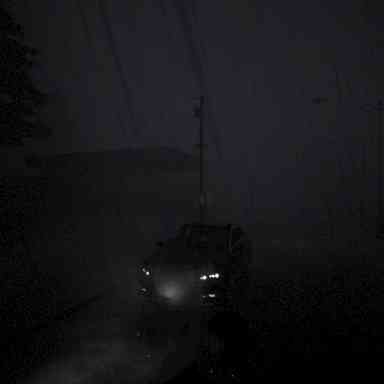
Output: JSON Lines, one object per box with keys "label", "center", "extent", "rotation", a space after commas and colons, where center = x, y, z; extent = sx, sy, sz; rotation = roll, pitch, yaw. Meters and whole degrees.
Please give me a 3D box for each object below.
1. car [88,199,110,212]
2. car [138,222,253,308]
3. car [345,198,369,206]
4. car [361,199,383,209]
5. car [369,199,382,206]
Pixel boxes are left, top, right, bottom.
{"label": "car", "center": [-10.660, 1.577, 39.240], "extent": [1.845, 1.501, 3.633], "rotation": [0, 0, 17]}
{"label": "car", "center": [0.366, 1.536, 8.231], "extent": [2.128, 1.511, 4.902], "rotation": [0, 0, 18]}
{"label": "car", "center": [29.983, 1.868, 61.015], "extent": [3.633, 1.501, 1.845], "rotation": [0, 0, 29]}
{"label": "car", "center": [32.547, 2.116, 59.847], "extent": [4.974, 1.542, 2.038], "rotation": [1, 0, -43]}
{"label": "car", "center": [32.510, 1.958, 59.813], "extent": [4.536, 1.218, 1.853], "rotation": [1, 0, -43]}
